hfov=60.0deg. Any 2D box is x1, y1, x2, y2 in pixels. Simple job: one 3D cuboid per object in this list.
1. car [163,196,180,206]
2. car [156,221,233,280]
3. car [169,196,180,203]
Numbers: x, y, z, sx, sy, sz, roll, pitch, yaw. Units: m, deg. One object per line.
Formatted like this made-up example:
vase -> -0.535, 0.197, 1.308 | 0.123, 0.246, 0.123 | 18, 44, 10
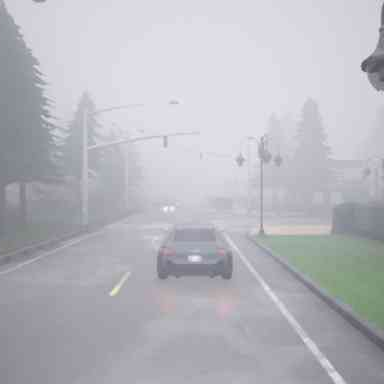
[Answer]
car -> -3.575, 1.493, 53.356 | 2.128, 1.511, 4.902 | 0, 0, 0
car -> 0.075, 1.564, 9.985 | 1.994, 1.385, 4.181 | 0, 0, 0
car -> -3.512, 1.540, 68.979 | 2.033, 1.411, 5.357 | 0, 0, 0
